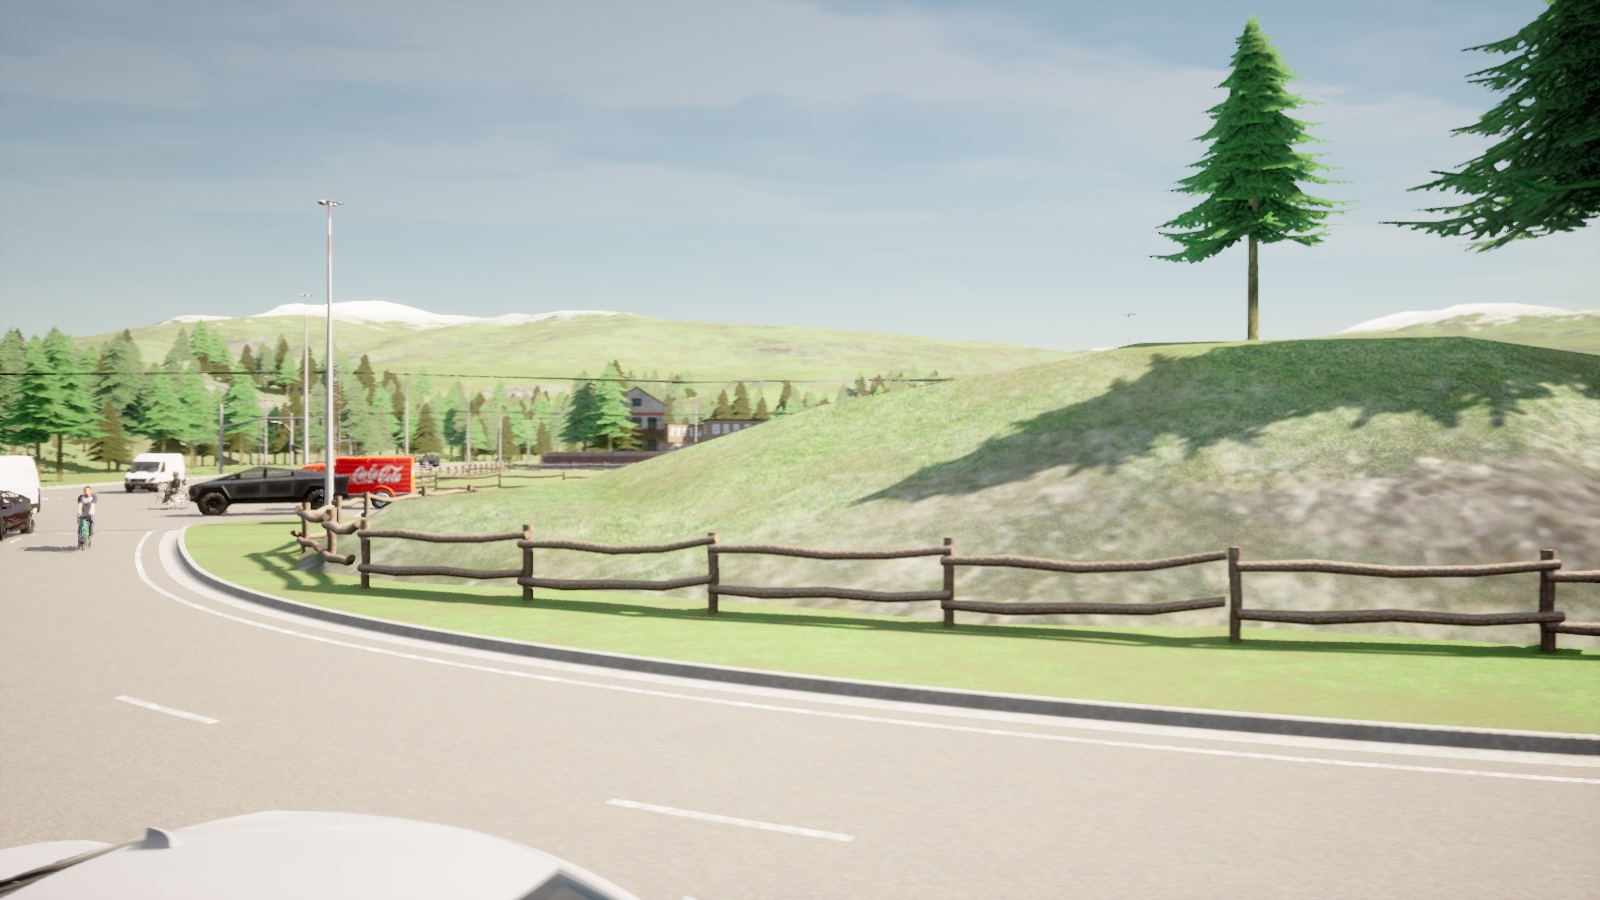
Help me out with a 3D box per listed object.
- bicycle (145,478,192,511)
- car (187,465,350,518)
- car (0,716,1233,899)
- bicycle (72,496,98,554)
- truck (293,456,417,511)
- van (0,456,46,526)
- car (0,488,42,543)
[{"bbox_3d":[-29.430,2.058,53.267,0.329,1.471,1.835,5,4,44],"label":"bicycle"},{"bbox_3d":[-23.054,1.753,49.742,6.274,2.098,2.390,0,0,-26],"label":"car"},{"bbox_3d":[-1.370,2.034,3.519,5.006,1.535,2.097,0,0,22],"label":"car"},{"bbox_3d":[-19.779,2.054,31.618,0.373,1.496,1.643,1,0,-25],"label":"bicycle"},{"bbox_3d":[-21.125,1.560,54.517,5.204,2.467,2.627,-1,0,-14],"label":"truck"},{"bbox_3d":[-30.146,1.529,41.124,1.988,2.561,5.915,-2,0,0],"label":"van"},{"bbox_3d":[-25.654,2.035,35.916,2.007,1.525,4.514,0,0,-19],"label":"car"}]
